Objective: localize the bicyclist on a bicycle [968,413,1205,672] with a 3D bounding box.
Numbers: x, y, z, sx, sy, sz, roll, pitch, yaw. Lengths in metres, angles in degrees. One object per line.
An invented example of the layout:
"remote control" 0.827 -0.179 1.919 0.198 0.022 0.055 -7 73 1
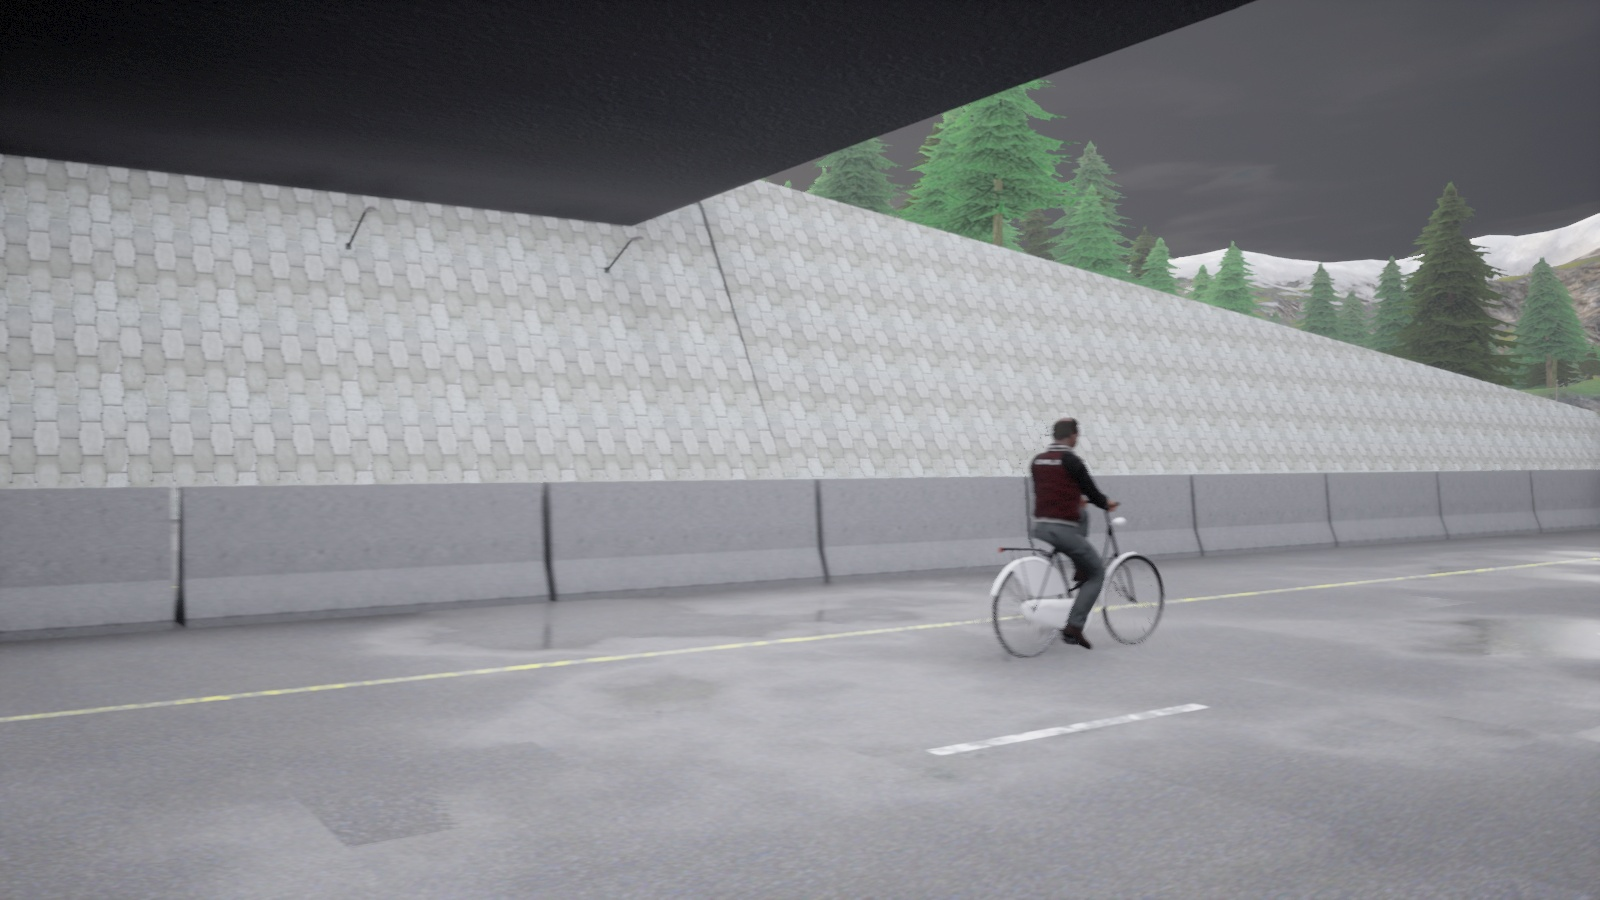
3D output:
"bicyclist on a bicycle" 2.176 0.634 9.433 1.843 1.776 0.659 0 0 -35
